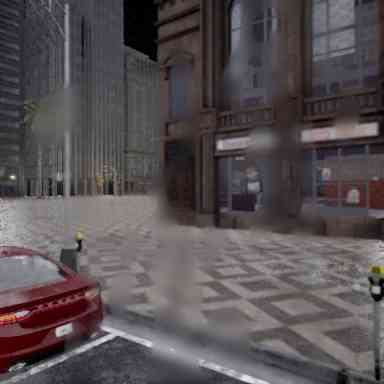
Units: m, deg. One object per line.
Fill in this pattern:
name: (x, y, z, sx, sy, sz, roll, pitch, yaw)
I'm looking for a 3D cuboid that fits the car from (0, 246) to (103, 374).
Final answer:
car: (-3.380, 1.561, 5.377, 4.507, 1.381, 1.887, 0, 0, 36)
